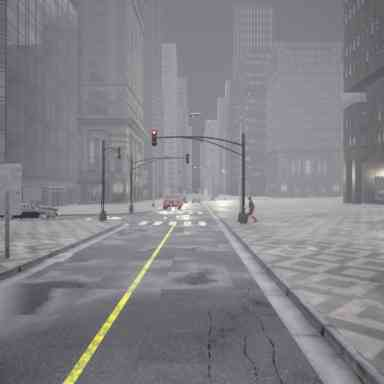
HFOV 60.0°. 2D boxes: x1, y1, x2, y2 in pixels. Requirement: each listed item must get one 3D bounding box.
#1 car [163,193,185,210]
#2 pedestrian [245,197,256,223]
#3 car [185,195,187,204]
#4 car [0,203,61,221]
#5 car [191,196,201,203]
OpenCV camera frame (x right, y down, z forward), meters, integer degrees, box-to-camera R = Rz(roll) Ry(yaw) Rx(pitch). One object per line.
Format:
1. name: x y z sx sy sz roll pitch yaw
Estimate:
1. car: -2.514 1.243 44.237 2.150 2.045 5.566 0 0 2
2. pedestrian: 3.881 1.152 22.137 0.375 1.860 0.375 0 0 1
3. car: -2.386 1.521 54.187 2.128 1.511 4.902 0 0 1
4. car: -13.891 1.697 28.592 4.902 1.511 2.128 -1 0 0
5. car: 0.884 1.593 68.038 2.033 1.411 5.357 0 0 1
